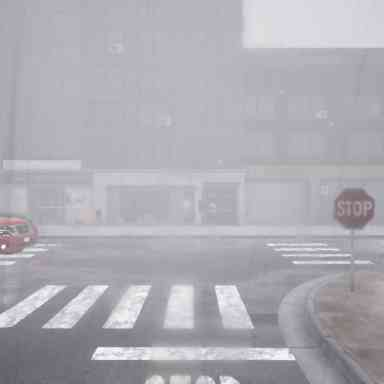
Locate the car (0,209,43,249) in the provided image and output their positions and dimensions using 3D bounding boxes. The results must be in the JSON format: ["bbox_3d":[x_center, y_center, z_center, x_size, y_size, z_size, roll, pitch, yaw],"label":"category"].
[{"bbox_3d":[-9.145,1.516,14.038,4.892,1.490,1.837,0,0,0],"label":"car"}]

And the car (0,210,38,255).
[{"bbox_3d":[-8.247,1.239,11.081,5.566,2.045,2.150,0,0,0],"label":"car"}]
